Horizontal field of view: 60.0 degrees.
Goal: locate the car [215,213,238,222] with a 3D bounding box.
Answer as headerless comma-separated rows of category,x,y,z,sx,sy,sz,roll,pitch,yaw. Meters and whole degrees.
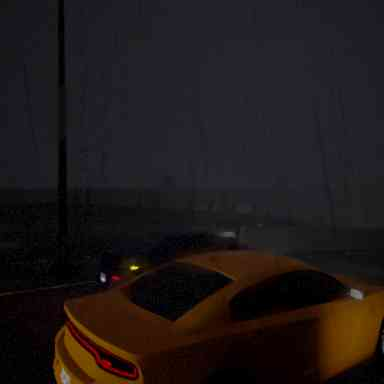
car,4.204,2.542,28.428,5.008,1.535,1.882,7,-4,-35

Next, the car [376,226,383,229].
car,16.967,3.747,28.877,4.902,1.511,2.128,8,-5,-35

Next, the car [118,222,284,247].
car,0.079,1.631,8.103,4.674,1.442,1.812,2,-1,-35

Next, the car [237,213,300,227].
car,6.205,2.552,25.545,4.902,1.511,2.128,7,-4,-35

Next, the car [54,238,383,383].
car,0.903,1.541,4.393,5.008,1.535,1.882,2,-1,-35
